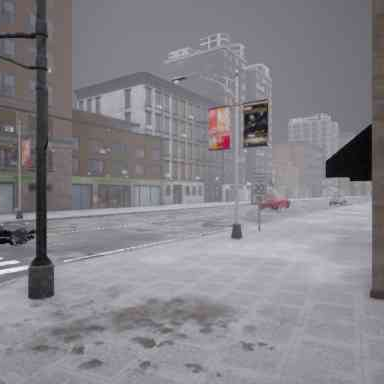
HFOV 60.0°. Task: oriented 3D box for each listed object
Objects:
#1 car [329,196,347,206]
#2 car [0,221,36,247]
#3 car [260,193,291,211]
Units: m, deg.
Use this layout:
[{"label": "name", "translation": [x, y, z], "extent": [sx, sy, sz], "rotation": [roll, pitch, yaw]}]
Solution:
[{"label": "car", "translation": [22.646, 1.376, 51.516], "extent": [2.033, 1.411, 5.357], "rotation": [0, 0, 34]}, {"label": "car", "translation": [-8.592, 1.514, 12.489], "extent": [2.033, 1.411, 5.357], "rotation": [0, 0, 35]}, {"label": "car", "translation": [9.599, 1.080, 38.527], "extent": [2.150, 2.045, 5.566], "rotation": [0, 0, 35]}]
